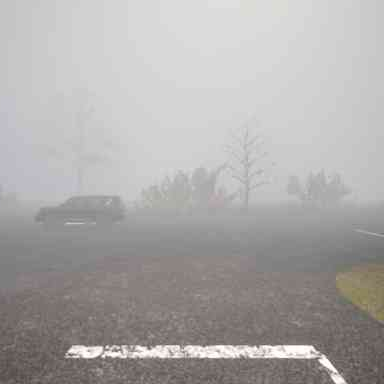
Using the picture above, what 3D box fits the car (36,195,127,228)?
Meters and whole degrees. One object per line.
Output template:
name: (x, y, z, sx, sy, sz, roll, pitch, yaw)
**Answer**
car: (-7.038, 1.217, 21.518, 5.566, 2.045, 2.150, 0, 0, -1)
